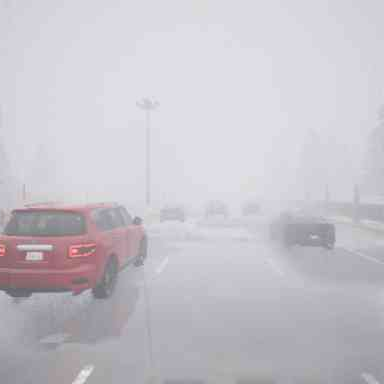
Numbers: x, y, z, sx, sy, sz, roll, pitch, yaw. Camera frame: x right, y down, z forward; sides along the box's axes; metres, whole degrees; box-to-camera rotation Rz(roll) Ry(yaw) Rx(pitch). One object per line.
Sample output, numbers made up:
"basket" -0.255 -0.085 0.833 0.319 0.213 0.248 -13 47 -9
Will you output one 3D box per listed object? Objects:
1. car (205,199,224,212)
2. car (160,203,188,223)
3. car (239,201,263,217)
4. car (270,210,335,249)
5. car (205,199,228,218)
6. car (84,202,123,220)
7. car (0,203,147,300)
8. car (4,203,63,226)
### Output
"car" 2.877 1.741 43.324 2.128 1.511 4.902 0 0 1
"car" -1.436 1.651 27.743 1.882 1.535 5.008 0 0 4
"car" 5.969 1.680 33.656 1.837 1.490 4.892 0 -1 4
"car" 4.724 1.547 14.858 1.882 1.535 5.008 0 0 4
"car" 2.425 1.542 33.102 2.097 1.767 4.553 0 0 4
"car" -8.377 1.776 31.958 2.033 1.411 5.357 0 0 4
"car" -2.699 1.285 8.750 2.150 2.045 5.566 0 0 4
"car" -12.266 1.703 26.202 2.128 1.511 4.902 0 0 4
